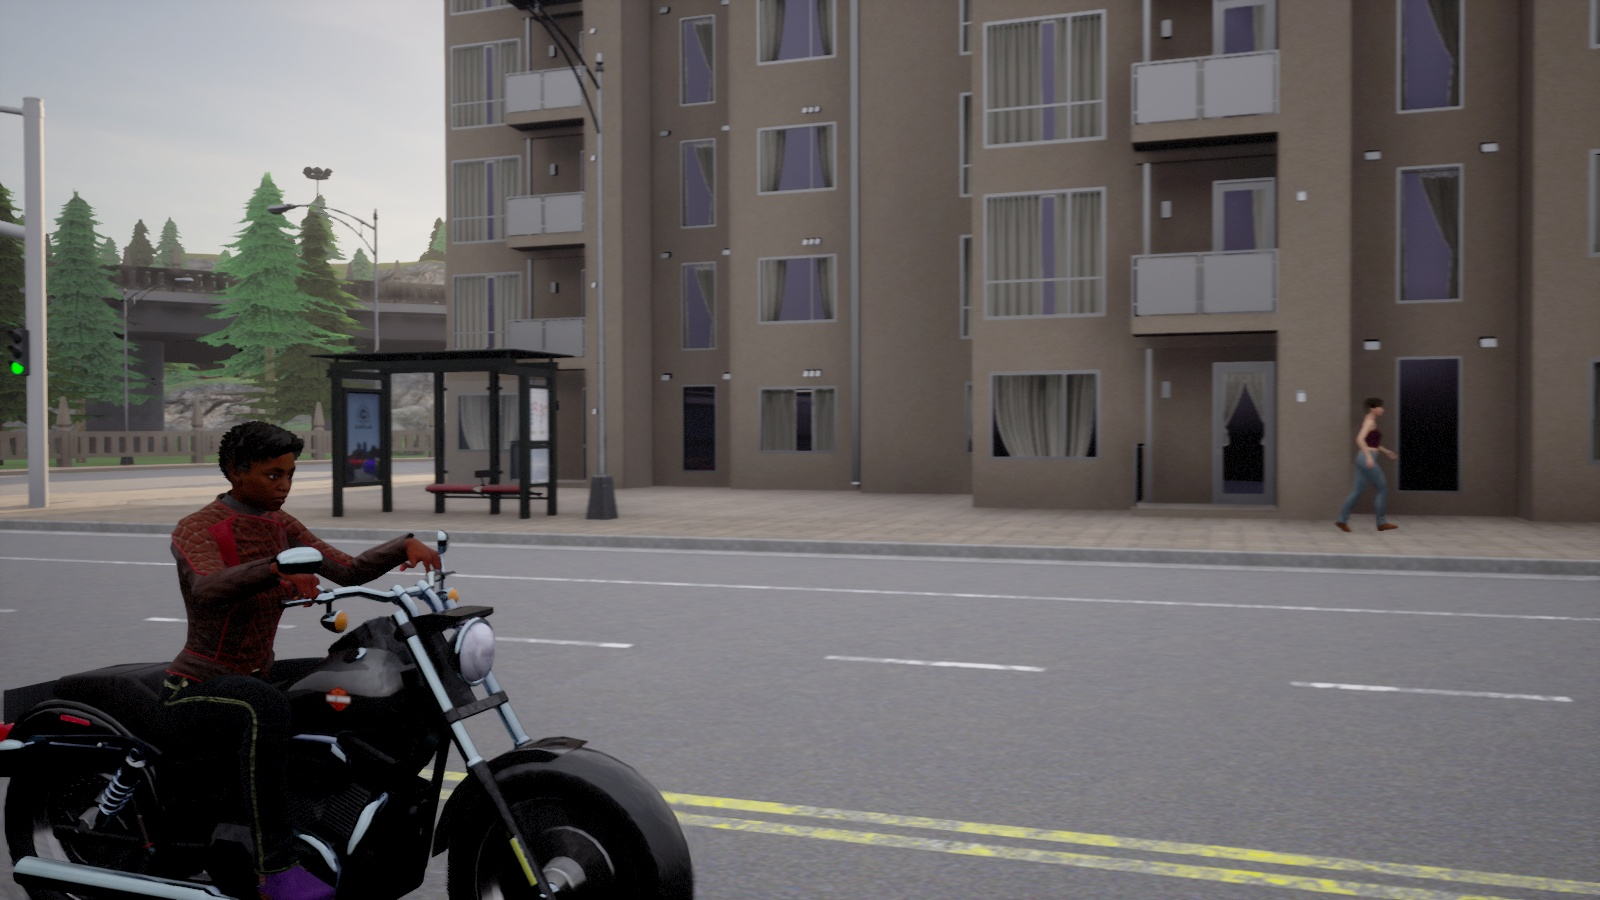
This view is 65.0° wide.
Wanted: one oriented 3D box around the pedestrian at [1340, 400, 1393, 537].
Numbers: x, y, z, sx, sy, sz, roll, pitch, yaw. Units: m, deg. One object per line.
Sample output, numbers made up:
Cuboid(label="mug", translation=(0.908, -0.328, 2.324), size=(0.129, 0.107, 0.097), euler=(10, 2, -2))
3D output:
Cuboid(label="pedestrian", translation=(7.670, 0.241, 17.019), size=(0.594, 1.836, 0.345), euler=(0, 1, 15))

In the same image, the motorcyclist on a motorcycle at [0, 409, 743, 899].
Cuboid(label="motorcyclist on a motorcycle", translation=(-1.405, 0.713, 3.666), size=(2.350, 1.649, 0.766), euler=(1, 1, 19))
